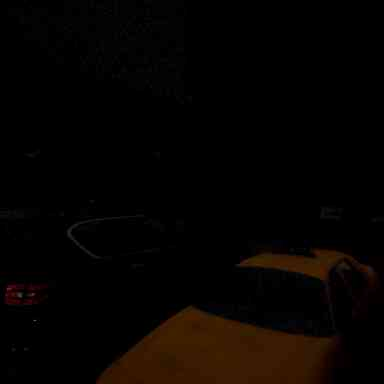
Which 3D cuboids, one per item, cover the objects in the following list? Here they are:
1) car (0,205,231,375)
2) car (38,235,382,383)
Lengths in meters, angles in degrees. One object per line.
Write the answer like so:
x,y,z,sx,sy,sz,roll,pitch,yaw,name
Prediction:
-0.949,1.243,5.976,2.435,2.045,5.566,0,0,35,car
1.175,1.482,4.203,1.946,1.575,5.366,0,0,35,car
